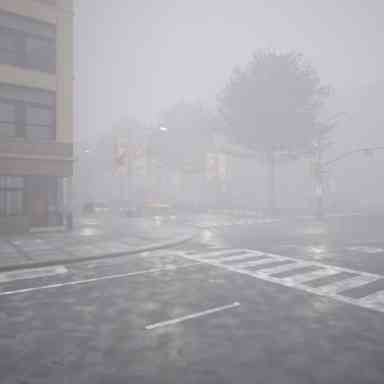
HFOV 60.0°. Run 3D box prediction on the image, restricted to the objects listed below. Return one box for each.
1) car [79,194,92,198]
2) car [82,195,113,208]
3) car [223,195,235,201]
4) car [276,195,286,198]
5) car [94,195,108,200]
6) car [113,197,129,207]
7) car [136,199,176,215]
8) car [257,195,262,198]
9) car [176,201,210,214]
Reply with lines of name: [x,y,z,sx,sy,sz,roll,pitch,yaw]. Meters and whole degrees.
car: [-26.878,1.272,85.873,2.097,1.767,4.553,0,0,-36]
car: [-13.807,1.547,48.019,2.033,1.411,5.357,0,0,-36]
car: [7.850,1.411,76.686,2.161,1.482,4.786,0,0,-36]
car: [18.329,1.318,69.205,2.002,1.452,4.674,0,0,-36]
car: [-24.073,1.512,87.966,1.895,1.301,4.718,0,0,-36]
car: [-11.111,1.492,50.267,2.128,1.511,4.902,0,0,-36]
car: [-4.042,1.477,34.303,1.882,1.535,5.008,0,0,-36]
car: [17.500,1.460,83.138,1.895,1.301,4.718,0,0,-36]
car: [-0.234,1.600,34.999,1.895,1.301,4.718,0,0,-36]
